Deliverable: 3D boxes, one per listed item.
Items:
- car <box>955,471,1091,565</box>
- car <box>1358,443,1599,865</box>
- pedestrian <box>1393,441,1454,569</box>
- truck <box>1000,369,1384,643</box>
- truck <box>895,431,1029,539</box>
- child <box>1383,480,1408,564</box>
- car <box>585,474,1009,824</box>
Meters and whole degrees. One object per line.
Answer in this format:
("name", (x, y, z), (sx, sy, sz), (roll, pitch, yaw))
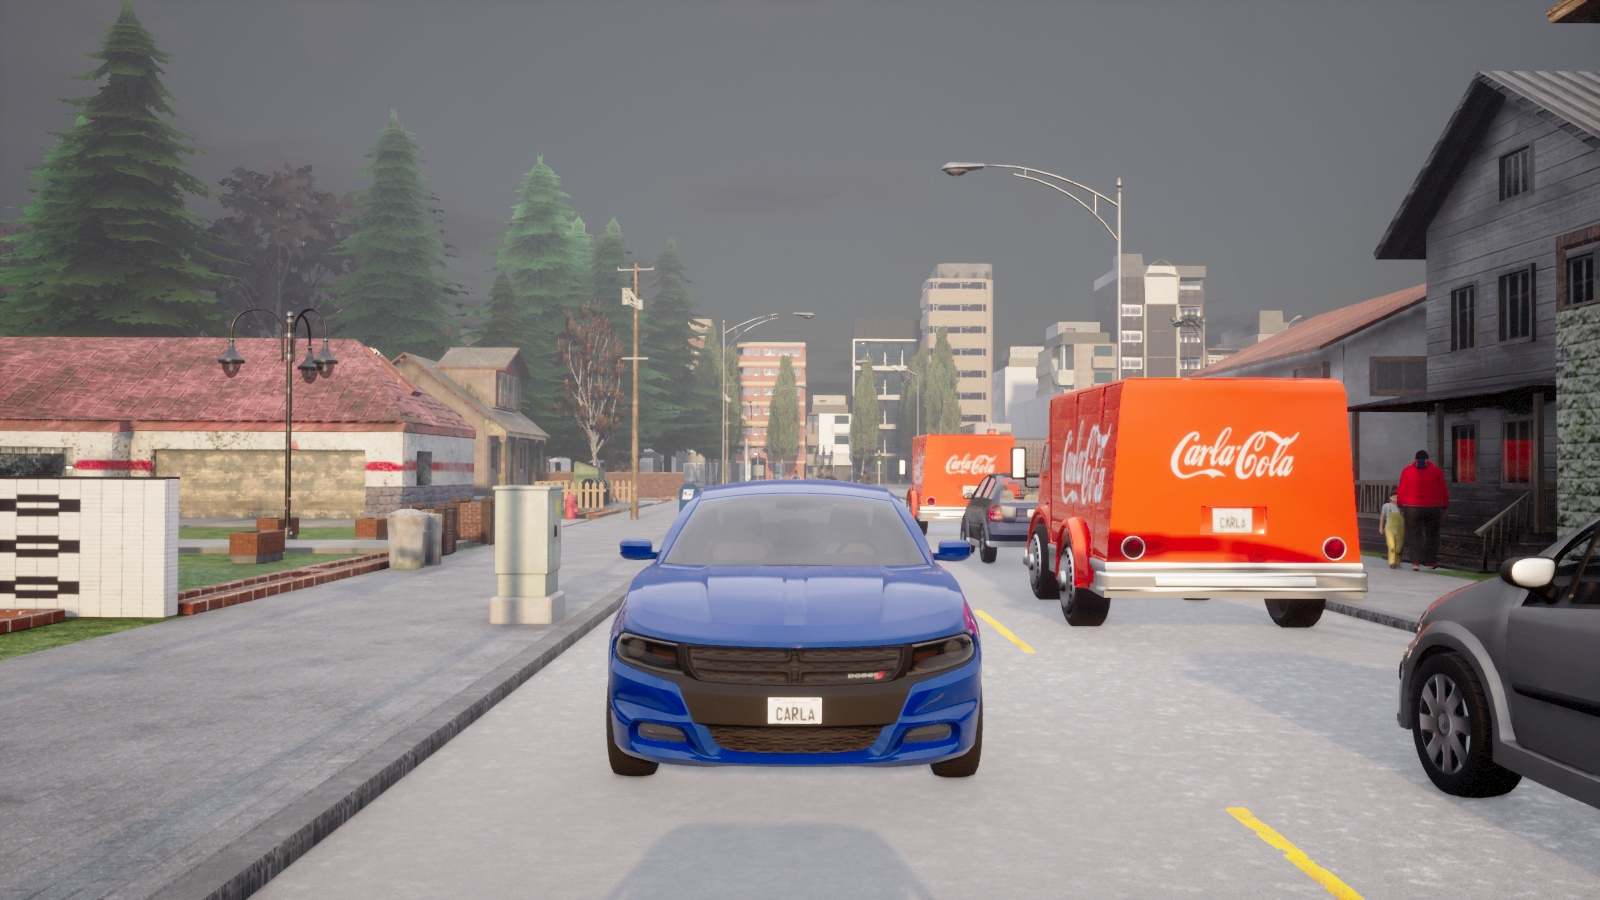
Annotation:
("car", (3.938, 1.158, 22.732), (1.789, 1.549, 3.705), (0, -1, 0))
("car", (3.986, 0.778, 4.860), (1.851, 1.617, 3.988), (0, -1, 0))
("pedestrian", (9.252, 0.799, 18.620), (0.634, 1.844, 0.899), (-1, -1, 37))
("truck", (3.953, 0.546, 13.944), (2.627, 2.467, 5.204), (0, -1, 0))
("truck", (3.919, 0.840, 31.491), (2.627, 2.467, 5.204), (0, -1, -1))
("child", (9.117, 1.090, 19.233), (0.270, 1.263, 0.437), (-1, -1, 17))
("car", (-0.024, 0.928, 8.083), (1.882, 1.535, 5.008), (0, -1, 0))
